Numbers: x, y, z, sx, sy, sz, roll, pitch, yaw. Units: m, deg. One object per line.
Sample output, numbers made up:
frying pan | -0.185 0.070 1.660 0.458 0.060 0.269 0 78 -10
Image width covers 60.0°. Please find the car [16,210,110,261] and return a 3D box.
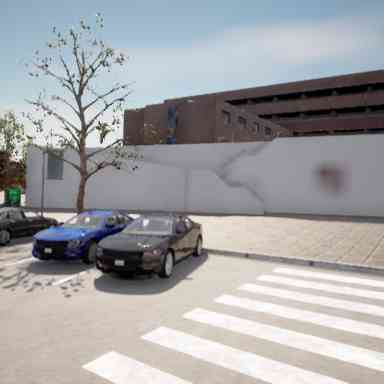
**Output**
car | -3.431 1.459 11.937 2.097 1.535 5.008 0 -1 16

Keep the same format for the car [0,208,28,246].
car | -8.230 1.501 15.393 2.231 1.521 4.892 0 -1 17

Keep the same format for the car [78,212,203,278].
car | -1.021 1.443 10.214 2.097 1.535 5.008 0 -1 16
